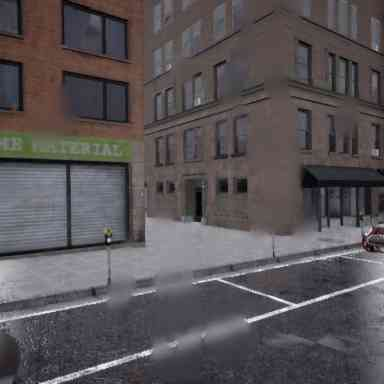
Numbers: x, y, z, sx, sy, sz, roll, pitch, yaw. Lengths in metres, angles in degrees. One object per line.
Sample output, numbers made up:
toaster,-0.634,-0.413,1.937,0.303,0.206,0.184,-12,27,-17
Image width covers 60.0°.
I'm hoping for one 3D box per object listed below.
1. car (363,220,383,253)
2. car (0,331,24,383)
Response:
car,8.157,1.439,12.428,4.097,1.590,1.967,0,-1,-35
car,-3.227,1.505,1.087,4.892,1.490,1.837,0,0,-35
